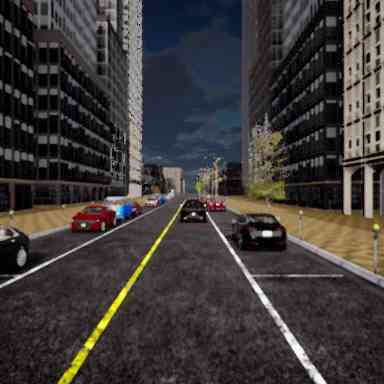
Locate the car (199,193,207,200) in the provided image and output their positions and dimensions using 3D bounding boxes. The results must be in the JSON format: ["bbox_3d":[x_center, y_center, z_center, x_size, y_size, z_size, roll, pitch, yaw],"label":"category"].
[{"bbox_3d":[2.698,1.154,82.285,1.967,1.590,4.097,0,0,0],"label":"car"}]

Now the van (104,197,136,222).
[{"bbox_3d":[-5.685,1.261,25.380,1.690,1.788,3.998,0,0,0],"label":"van"}]

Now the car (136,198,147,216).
[{"bbox_3d":[-5.686,1.483,31.073,1.802,1.307,4.206,0,0,0],"label":"car"}]

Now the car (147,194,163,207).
[{"bbox_3d":[-5.684,1.281,48.148,1.967,1.590,4.097,0,0,0],"label":"car"}]

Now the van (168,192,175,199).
[{"bbox_3d":[-5.682,1.012,93.685,1.690,1.788,3.998,0,0,0],"label":"van"}]

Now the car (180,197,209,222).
[{"bbox_3d":[0.101,1.396,25.684,1.882,1.535,5.008,0,0,0],"label":"car"}]

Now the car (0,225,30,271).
[{"bbox_3d":[-5.687,1.525,8.304,2.008,1.369,4.403,0,0,0],"label":"car"}]

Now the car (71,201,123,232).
[{"bbox_3d":[-5.686,1.483,19.688,1.887,1.381,4.507,0,0,0],"label":"car"}]

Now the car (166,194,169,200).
[{"bbox_3d":[-5.684,1.366,59.534,1.947,1.339,4.313,0,0,0],"label":"car"}]

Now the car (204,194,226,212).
[{"bbox_3d":[2.696,1.321,36.749,1.967,1.590,4.097,0,0,0],"label":"car"}]

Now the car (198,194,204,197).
[{"bbox_3d":[0.102,1.363,42.790,2.163,1.488,4.792,0,0,0],"label":"car"}]

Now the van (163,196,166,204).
[{"bbox_3d":[-5.683,1.162,53.841,1.690,1.788,3.998,0,0,0],"label":"van"}]

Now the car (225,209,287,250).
[{"bbox_3d":[2.694,1.522,13.983,1.947,1.339,4.313,0,0,0],"label":"car"}]

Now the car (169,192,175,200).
[{"bbox_3d":[-5.683,1.241,82.131,1.752,1.417,4.829,0,0,0],"label":"car"}]
